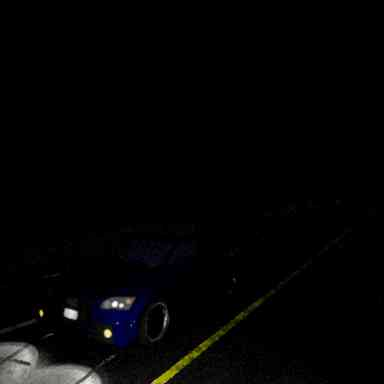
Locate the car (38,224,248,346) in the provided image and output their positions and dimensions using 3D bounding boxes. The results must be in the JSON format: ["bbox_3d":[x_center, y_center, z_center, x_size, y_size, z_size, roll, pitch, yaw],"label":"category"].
[{"bbox_3d":[-0.700,1.564,6.471,1.994,1.385,4.181,0,0,32],"label":"car"}]

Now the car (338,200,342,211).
[{"bbox_3d":[16.239,1.441,38.884,1.967,1.590,4.097,0,0,32],"label":"car"}]

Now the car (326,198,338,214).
[{"bbox_3d":[13.342,1.567,34.179,1.947,1.339,4.313,0,0,32],"label":"car"}]

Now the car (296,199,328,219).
[{"bbox_3d":[10.446,1.582,29.474,1.802,1.307,4.206,0,0,32],"label":"car"}]

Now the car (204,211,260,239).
[{"bbox_3d":[1.756,1.566,15.359,1.947,1.339,4.313,0,0,32],"label":"car"}]
